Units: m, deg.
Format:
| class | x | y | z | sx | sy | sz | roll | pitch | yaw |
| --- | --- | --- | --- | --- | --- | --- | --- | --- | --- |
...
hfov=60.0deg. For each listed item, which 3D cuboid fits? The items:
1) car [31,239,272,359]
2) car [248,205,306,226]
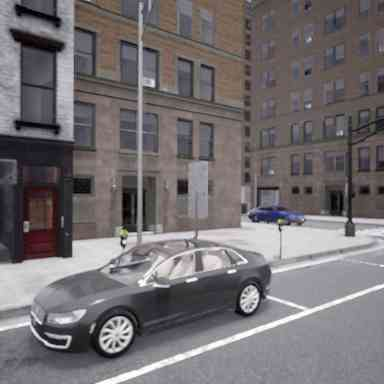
| class | x | y | z | sx | sy | sz | roll | pitch | yaw |
| --- | --- | --- | --- | --- | --- | --- | --- | --- | --- |
| car | -0.434 | 1.571 | 5.924 | 4.403 | 1.369 | 2.008 | 0 | 0 | -37 |
| car | 6.361 | 1.742 | 25.320 | 1.812 | 1.442 | 4.674 | 0 | -1 | -38 |
